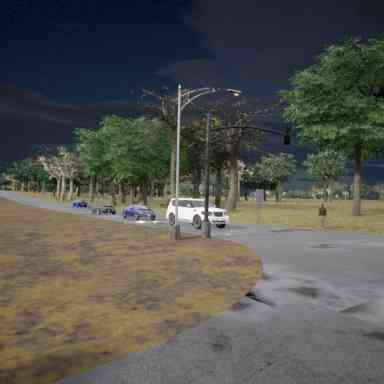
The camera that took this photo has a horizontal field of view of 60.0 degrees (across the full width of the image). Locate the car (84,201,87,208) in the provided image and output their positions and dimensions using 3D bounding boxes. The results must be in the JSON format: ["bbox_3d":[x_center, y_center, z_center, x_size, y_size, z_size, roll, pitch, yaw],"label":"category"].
[{"bbox_3d":[-15.599,2.253,54.143,1.994,1.385,4.181,3,-2,-33],"label":"car"}]

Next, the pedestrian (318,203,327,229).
[{"bbox_3d":[9.324,1.719,23.840,0.375,1.860,0.375,2,-1,-34],"label":"pedestrian"}]

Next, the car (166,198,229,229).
[{"bbox_3d":[0.245,1.460,23.764,2.150,2.045,5.566,3,-2,-34],"label":"car"}]

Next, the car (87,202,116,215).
[{"bbox_3d":[-10.767,2.014,40.263,1.994,1.385,4.181,3,-2,-34],"label":"car"}]

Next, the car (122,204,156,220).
[{"bbox_3d":[-5.196,1.884,31.931,1.812,1.442,4.674,3,-2,-34],"label":"car"}]

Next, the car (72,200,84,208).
[{"bbox_3d":[-21.101,2.223,62.412,1.882,1.535,5.008,3,-2,-34],"label":"car"}]
